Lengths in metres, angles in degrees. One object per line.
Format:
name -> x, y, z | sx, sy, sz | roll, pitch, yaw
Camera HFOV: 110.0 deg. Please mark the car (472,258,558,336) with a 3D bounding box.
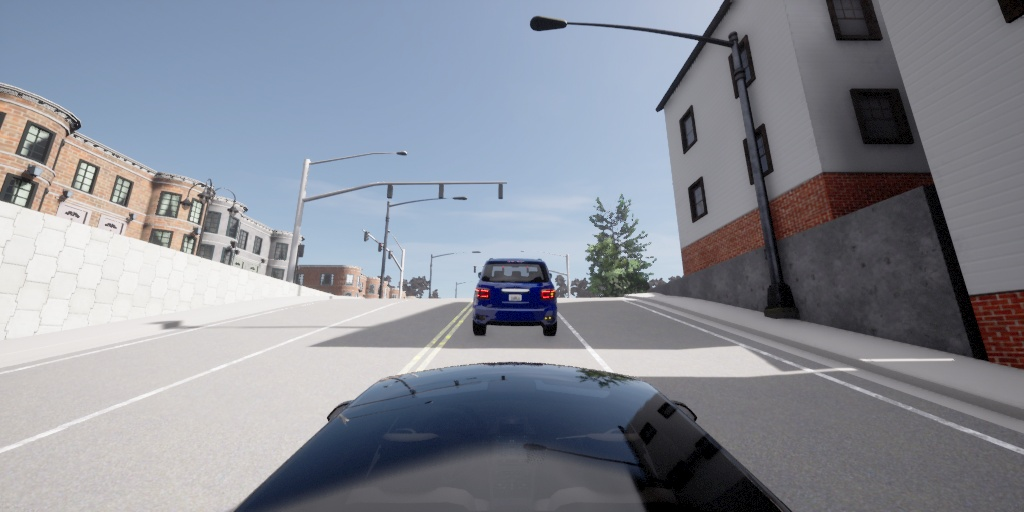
car -> 0.088, 1.097, 11.008 | 2.150, 2.045, 5.566 | 1, -1, 0
